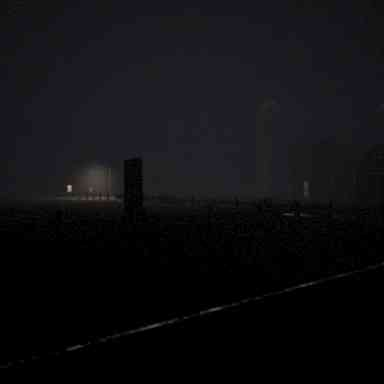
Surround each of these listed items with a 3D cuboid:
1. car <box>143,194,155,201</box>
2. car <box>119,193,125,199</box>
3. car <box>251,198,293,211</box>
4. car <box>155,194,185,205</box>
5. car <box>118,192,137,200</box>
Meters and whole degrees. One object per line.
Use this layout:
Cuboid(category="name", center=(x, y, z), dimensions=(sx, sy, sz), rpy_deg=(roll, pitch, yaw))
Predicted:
Cuboid(category="car", center=(-8.077, 0.970, 59.700), dimensions=(1.895, 1.301, 4.718), rpy_deg=(-1, 1, -35))
Cuboid(category="car", center=(-12.248, 0.612, 60.765), dimensions=(2.128, 1.511, 4.902), rpy_deg=(-1, 1, -36))
Cuboid(category="car", center=(7.792, 1.264, 32.651), dimensions=(1.994, 1.385, 4.181), rpy_deg=(-1, 1, -36))
Cuboid(category="car", center=(-2.906, 1.005, 47.580), dimensions=(1.882, 1.535, 5.008), rpy_deg=(-1, 1, -36))
Cuboid(category="car", center=(-12.927, 0.791, 66.436), dimensions=(1.837, 1.490, 4.892), rpy_deg=(-1, 1, -36))
